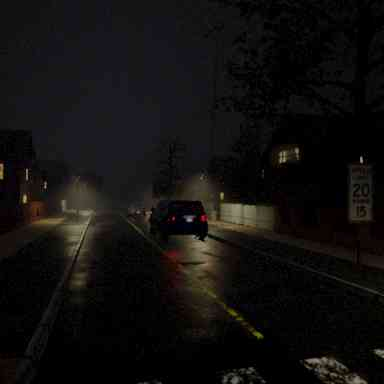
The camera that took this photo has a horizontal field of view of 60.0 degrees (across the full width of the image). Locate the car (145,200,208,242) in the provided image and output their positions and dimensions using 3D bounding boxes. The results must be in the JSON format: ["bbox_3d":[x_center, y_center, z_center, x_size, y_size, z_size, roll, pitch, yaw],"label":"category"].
[{"bbox_3d":[-0.862,1.413,17.732,2.150,2.045,5.566,0,-1,-16],"label":"car"}]

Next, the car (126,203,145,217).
[{"bbox_3d":[-6.323,1.960,37.433,1.812,1.442,4.674,0,-1,-15],"label":"car"}]
